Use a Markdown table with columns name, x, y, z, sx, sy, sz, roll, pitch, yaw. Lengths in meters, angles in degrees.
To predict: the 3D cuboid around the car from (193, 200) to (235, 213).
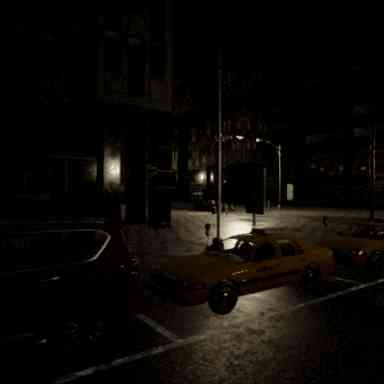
| name | x | y | z | sx | sy | sz | roll | pitch | yaw |
| --- | --- | --- | --- | --- | --- | --- | --- | --- | --- |
| car | 2.251 | 1.556 | 36.253 | 2.033 | 1.411 | 5.357 | 0 | 0 | -36 |

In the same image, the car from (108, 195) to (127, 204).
| name | x | y | z | sx | sy | sz | roll | pitch | yaw |
| --- | --- | --- | --- | --- | --- | --- | --- | --- | --- |
| car | -14.546 | 1.442 | 64.968 | 1.837 | 1.490 | 4.892 | 0 | 0 | -36 |

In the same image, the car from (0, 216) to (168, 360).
| name | x | y | z | sx | sy | sz | roll | pitch | yaw |
| --- | --- | --- | --- | --- | --- | --- | --- | --- | --- |
| car | -3.082 | 1.315 | 4.447 | 5.009 | 1.841 | 2.192 | 0 | 0 | -35 |

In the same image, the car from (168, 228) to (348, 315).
| name | x | y | z | sx | sy | sz | roll | pitch | yaw |
| --- | --- | --- | --- | --- | --- | --- | --- | --- | --- |
| car | 1.339 | 1.548 | 7.601 | 4.829 | 1.417 | 1.752 | 0 | 0 | -35 |

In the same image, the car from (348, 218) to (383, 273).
| name | x | y | z | sx | sy | sz | roll | pitch | yaw |
| --- | --- | --- | --- | --- | --- | --- | --- | --- | --- |
| car | 5.900 | 1.572 | 10.854 | 4.829 | 1.417 | 1.752 | 0 | 0 | -35 |

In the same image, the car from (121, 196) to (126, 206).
| name | x | y | z | sx | sy | sz | roll | pitch | yaw |
| --- | --- | --- | --- | --- | --- | --- | --- | --- | --- |
| car | -10.839 | 1.437 | 54.522 | 2.128 | 1.511 | 4.902 | 0 | 0 | -35 |
